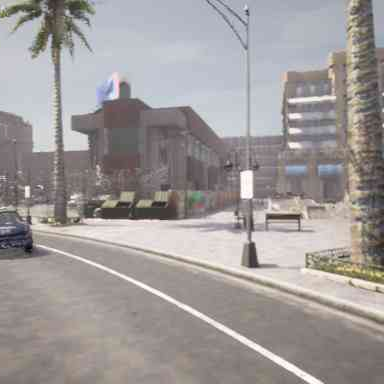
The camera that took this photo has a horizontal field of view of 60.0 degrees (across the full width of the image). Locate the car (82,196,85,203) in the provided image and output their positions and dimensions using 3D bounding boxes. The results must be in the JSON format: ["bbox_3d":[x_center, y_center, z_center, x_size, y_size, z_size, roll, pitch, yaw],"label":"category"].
[{"bbox_3d":[-17.949,1.855,53.747,4.674,1.452,2.002,-1,0,13],"label":"car"}]

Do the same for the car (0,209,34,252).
[{"bbox_3d":[-8.373,1.498,13.723,4.553,1.767,2.097,-1,0,44],"label":"car"}]
